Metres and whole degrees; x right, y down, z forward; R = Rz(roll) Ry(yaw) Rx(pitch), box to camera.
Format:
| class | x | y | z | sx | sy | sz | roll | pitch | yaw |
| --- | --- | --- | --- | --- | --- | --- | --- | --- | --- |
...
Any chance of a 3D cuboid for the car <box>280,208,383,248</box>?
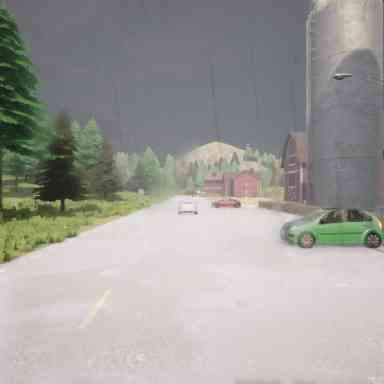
| class | x | y | z | sx | sy | sz | roll | pitch | yaw |
| --- | --- | --- | --- | --- | --- | --- | --- | --- | --- |
| car | 5.824 | 1.483 | 14.099 | 3.988 | 1.617 | 1.851 | 0 | 0 | -1 |

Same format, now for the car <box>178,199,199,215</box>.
| class | x | y | z | sx | sy | sz | roll | pitch | yaw |
| --- | --- | --- | --- | --- | --- | --- | --- | --- | --- |
| car | -0.420 | 1.526 | 34.085 | 1.812 | 1.442 | 4.674 | 0 | 0 | -1 |

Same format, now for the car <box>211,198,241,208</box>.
| class | x | y | z | sx | sy | sz | roll | pitch | yaw |
| --- | --- | --- | --- | --- | --- | --- | --- | --- | --- |
| car | 4.833 | 1.550 | 47.096 | 4.181 | 1.381 | 1.994 | 0 | 0 | -1 |
